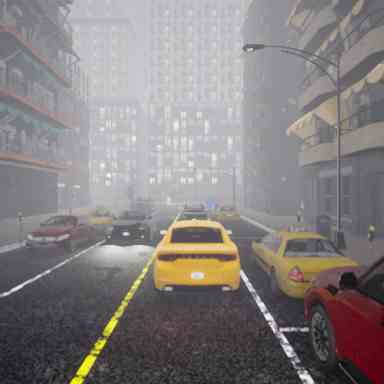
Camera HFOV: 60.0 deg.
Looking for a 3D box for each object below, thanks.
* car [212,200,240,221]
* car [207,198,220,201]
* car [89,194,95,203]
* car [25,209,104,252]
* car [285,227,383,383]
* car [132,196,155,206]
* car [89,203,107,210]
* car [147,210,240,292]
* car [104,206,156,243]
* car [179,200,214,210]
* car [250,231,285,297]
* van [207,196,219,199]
[{"bbox_3d":[2.611,1.588,25.374,1.752,1.417,4.829,0,0,0],"label":"car"},{"bbox_3d":[2.621,1.603,31.014,1.752,1.417,4.829,0,0,0],"label":"car"},{"bbox_3d":[-20.769,1.267,62.142,5.009,1.841,2.192,1,-1,0],"label":"car"},{"bbox_3d":[-5.288,1.615,13.936,1.802,1.307,4.206,0,0,0],"label":"car"},{"bbox_3d":[2.575,1.321,2.643,2.192,1.841,5.009,0,0,0],"label":"car"},{"bbox_3d":[-5.249,1.408,36.499,2.192,1.841,5.009,0,0,0],"label":"car"},{"bbox_3d":[-5.279,1.572,19.407,1.752,1.417,4.829,0,0,0],"label":"car"},{"bbox_3d":[0.116,1.499,9.041,1.882,1.535,5.008,0,0,0],"label":"car"},{"bbox_3d":[-2.821,1.602,16.167,1.994,1.385,4.181,0,0,0],"label":"car"},{"bbox_3d":[0.136,1.549,23.252,2.128,1.511,4.902,0,0,0],"label":"car"},{"bbox_3d":[2.583,1.545,8.453,1.752,1.417,4.829,0,0,0],"label":"car"},{"bbox_3d":[2.640,1.451,42.125,1.690,1.788,3.998,0,0,0],"label":"van"}]
